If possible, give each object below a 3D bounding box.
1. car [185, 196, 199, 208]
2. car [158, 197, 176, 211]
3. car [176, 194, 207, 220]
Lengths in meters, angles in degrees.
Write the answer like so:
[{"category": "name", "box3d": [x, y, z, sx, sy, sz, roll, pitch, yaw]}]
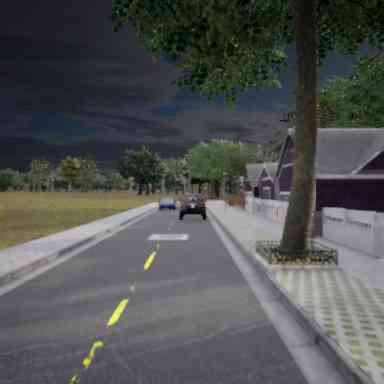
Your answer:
[{"category": "car", "box3d": [0.030, 1.349, 46.860, 1.882, 1.535, 5.008, 0, 0, 0]}, {"category": "car", "box3d": [-2.820, 1.380, 38.970, 1.882, 1.535, 5.008, 0, 0, 0]}, {"category": "car", "box3d": [0.074, 1.167, 28.020, 2.150, 2.045, 5.566, 0, 0, 0]}]
